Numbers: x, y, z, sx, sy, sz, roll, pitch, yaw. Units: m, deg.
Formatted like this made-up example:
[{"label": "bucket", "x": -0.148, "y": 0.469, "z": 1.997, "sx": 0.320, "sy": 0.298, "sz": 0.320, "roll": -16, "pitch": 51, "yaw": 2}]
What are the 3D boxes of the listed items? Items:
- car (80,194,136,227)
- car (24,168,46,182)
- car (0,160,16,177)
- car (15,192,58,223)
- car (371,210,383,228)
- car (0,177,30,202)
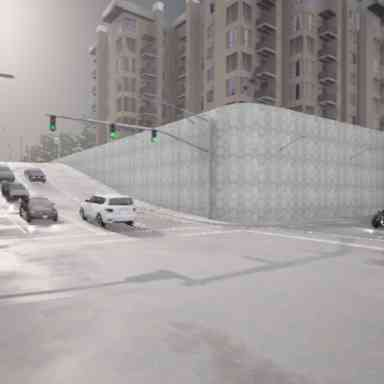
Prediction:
[{"label": "car", "x": -5.683, "y": 1.116, "z": 22.229, "sx": 2.150, "sy": 2.045, "sz": 5.566, "roll": 0, "pitch": 3, "yaw": -36}, {"label": "car", "x": -19.752, "y": -2.230, "z": 41.833, "sx": 2.033, "sy": 1.411, "sz": 5.357, "roll": 1, "pitch": 12, "yaw": -36}, {"label": "car", "x": -21.988, "y": -2.213, "z": 38.794, "sx": 2.097, "sy": 1.767, "sz": 4.553, "roll": 1, "pitch": 12, "yaw": -36}, {"label": "car", "x": -10.649, "y": 1.115, "z": 22.948, "sx": 1.812, "sy": 1.442, "sz": 4.674, "roll": 1, "pitch": 5, "yaw": -36}, {"label": "car", "x": 14.107, "y": 1.680, "z": 22.671, "sx": 4.892, "sy": 1.490, "sz": 1.837, "roll": 0, "pitch": 0, "yaw": -36}, {"label": "car", "x": -16.488, "y": -0.126, "z": 31.101, "sx": 2.033, "sy": 1.411, "sz": 5.357, "roll": 0, "pitch": 9, "yaw": -36}]
